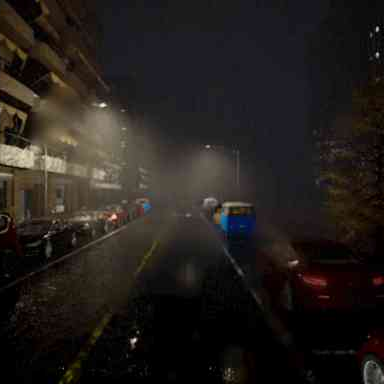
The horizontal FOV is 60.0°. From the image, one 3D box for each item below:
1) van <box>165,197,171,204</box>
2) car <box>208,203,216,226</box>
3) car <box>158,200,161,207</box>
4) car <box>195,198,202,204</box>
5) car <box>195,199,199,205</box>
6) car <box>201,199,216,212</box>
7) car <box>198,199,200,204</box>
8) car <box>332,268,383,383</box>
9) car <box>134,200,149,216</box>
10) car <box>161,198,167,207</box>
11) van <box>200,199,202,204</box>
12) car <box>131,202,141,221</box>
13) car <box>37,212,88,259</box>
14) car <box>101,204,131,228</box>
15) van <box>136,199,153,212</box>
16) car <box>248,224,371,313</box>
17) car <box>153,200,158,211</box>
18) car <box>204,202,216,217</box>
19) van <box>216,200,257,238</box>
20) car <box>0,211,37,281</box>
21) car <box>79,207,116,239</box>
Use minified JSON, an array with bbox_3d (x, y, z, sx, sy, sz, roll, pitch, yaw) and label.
[{"bbox_3d":[-6.701,2.262,90.300,1.690,1.788,3.998,-1,-1,-1],"label":"van"},{"bbox_3d":[2.424,1.745,24.250,1.752,1.417,4.829,-1,-1,-1],"label":"car"},{"bbox_3d":[-6.265,2.094,51.615,1.802,1.307,4.206,-1,-1,-1],"label":"car"},{"bbox_3d":[1.681,2.447,90.391,1.887,1.381,4.507,-1,-1,-1],"label":"car"},{"bbox_3d":[1.805,2.326,79.341,1.887,1.381,4.507,-1,-1,-1],"label":"car"},{"bbox_3d":[2.300,1.766,35.133,1.967,1.590,4.097,-1,-1,-1],"label":"car"},{"bbox_3d":[2.175,1.964,46.354,1.752,1.417,4.829,-1,-1,-1],"label":"car"},{"bbox_3d":[2.674,1.595,1.977,1.802,1.307,4.206,0,-1,-1],"label":"car"},{"bbox_3d":[-6.078,1.890,35.038,1.887,1.381,4.507,-1,-1,-1],"label":"car"},{"bbox_3d":[-6.388,2.191,62.668,1.947,1.339,4.313,-1,-1,-1],"label":"car"},{"bbox_3d":[2.237,1.722,40.662,1.690,1.788,3.998,-1,-1,-1],"label":"van"},{"bbox_3d":[-6.016,1.857,29.512,1.947,1.339,4.313,-1,-1,-1],"label":"car"},{"bbox_3d":[-5.830,1.684,12.935,2.008,1.369,4.403,0,-1,-1],"label":"car"},{"bbox_3d":[-5.955,1.677,23.987,1.967,1.590,4.097,0,-1,-1],"label":"car"},{"bbox_3d":[-6.143,1.741,40.567,1.690,1.788,3.998,-1,-1,-1],"label":"van"},{"bbox_3d":[2.611,1.645,7.502,1.802,1.307,4.206,-1,-1,-1],"label":"car"},{"bbox_3d":[-6.202,2.038,46.090,1.802,1.307,4.206,-1,-1,-1],"label":"car"},{"bbox_3d":[2.363,1.838,29.607,1.947,1.339,4.313,-1,-1,-1],"label":"car"},{"bbox_3d":[2.486,1.507,18.556,1.690,1.788,3.998,-1,-1,-1],"label":"van"},{"bbox_3d":[-5.770,1.397,7.410,2.192,1.841,5.009,0,-1,-1],"label":"car"},{"bbox_3d":[-5.892,1.735,18.461,2.008,1.369,4.403,0,-1,-1],"label":"car"}]
